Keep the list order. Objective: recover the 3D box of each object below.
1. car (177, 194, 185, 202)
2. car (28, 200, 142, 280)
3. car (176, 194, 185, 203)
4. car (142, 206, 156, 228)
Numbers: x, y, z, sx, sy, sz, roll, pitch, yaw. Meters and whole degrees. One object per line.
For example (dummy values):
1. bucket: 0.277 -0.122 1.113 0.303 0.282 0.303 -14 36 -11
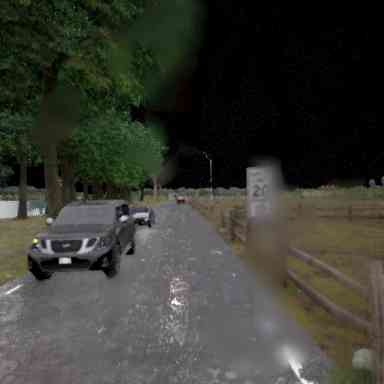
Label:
1. car: -2.945 1.521 88.100 2.150 2.045 5.566 -2 -1 -2
2. car: -3.150 1.309 10.761 2.150 2.045 5.566 -2 0 -2
3. car: -2.578 1.857 77.654 1.882 1.535 5.008 -2 0 -2
4. car: -3.562 1.671 23.371 2.033 1.411 5.357 -2 0 -1
